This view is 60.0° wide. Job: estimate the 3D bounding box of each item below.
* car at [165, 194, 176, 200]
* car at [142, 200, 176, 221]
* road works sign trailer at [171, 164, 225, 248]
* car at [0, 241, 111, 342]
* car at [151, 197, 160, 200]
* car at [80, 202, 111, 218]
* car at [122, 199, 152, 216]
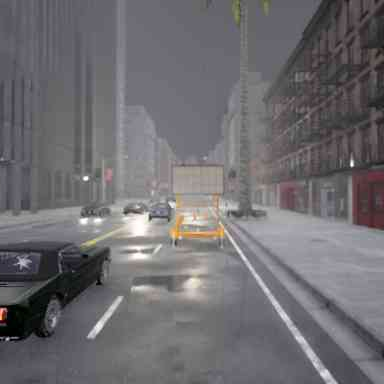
[{"bbox_3d":[-4.746,1.500,75.157,2.150,2.045,5.566,0,0,1],"label":"car"},{"bbox_3d":[-2.551,1.670,28.311,2.033,1.411,5.357,0,0,1],"label":"car"},{"bbox_3d":[0.275,0.530,15.125,2.380,3.560,2.880,0,0,1],"label":"road works sign trailer"},{"bbox_3d":[-3.053,1.629,6.587,1.895,1.301,4.718,0,0,1],"label":"car"},{"bbox_3d":[-8.057,1.811,72.726,2.033,1.411,5.357,0,0,1],"label":"car"},{"bbox_3d":[-9.162,1.701,31.876,1.994,1.385,4.181,0,0,1],"label":"car"},{"bbox_3d":[-5.837,1.696,34.901,2.033,1.411,5.357,0,0,1],"label":"car"}]
